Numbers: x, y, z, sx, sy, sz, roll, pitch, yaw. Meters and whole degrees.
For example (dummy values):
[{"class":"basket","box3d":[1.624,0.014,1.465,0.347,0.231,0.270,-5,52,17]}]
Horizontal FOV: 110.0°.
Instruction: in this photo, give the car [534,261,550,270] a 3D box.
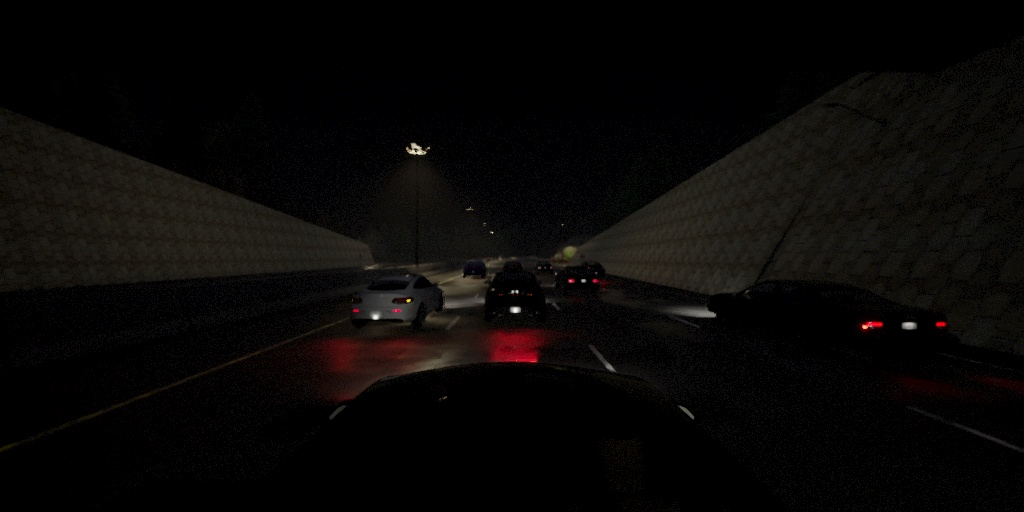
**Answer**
[{"class":"car","box3d":[3.589,1.290,41.014,2.033,1.411,5.357,0,0,0]}]

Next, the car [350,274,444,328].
[{"class":"car","box3d":[-3.403,1.274,11.261,1.812,1.442,4.674,0,0,0]}]

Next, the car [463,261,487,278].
[{"class":"car","box3d":[-3.409,1.221,33.930,1.882,1.535,5.008,0,0,0]}]

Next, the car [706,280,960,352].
[{"class":"car","box3d":[7.097,1.296,8.916,2.033,1.411,5.357,0,0,0]}]

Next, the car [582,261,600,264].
[{"class":"car","box3d":[7.092,1.236,32.609,2.128,1.511,4.902,0,0,0]}]

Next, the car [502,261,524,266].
[{"class":"car","box3d":[0.091,1.221,33.904,1.882,1.535,5.008,0,0,0]}]

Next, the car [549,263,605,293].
[{"class":"car","box3d":[3.594,1.294,20.510,2.033,1.411,5.357,0,0,0]}]

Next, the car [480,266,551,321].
[{"class":"car","box3d":[0.097,1.253,12.436,1.837,1.490,4.892,0,0,0]}]
